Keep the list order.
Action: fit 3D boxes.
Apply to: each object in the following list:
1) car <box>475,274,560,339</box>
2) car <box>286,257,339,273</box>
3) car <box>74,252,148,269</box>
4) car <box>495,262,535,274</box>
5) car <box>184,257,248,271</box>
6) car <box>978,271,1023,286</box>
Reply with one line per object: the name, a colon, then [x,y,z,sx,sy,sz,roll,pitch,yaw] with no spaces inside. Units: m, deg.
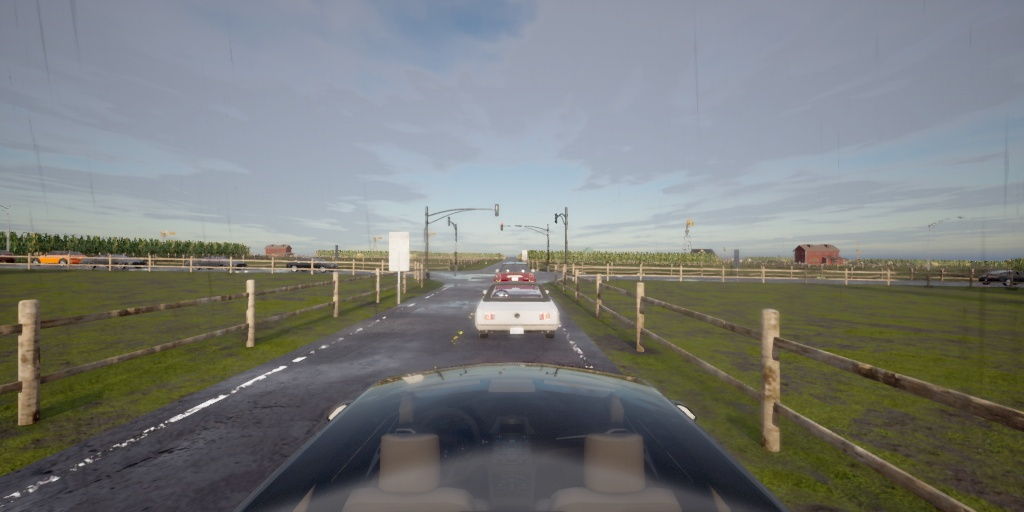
car: [0.120,1.351,10.080,1.895,1.301,4.718,0,0,0]
car: [-20.334,0.896,36.664,4.892,1.490,1.837,1,0,0]
car: [-40.745,0.570,36.727,5.357,1.411,2.033,1,0,1]
car: [0.171,1.103,19.068,2.097,1.767,4.553,0,0,1]
car: [-30.223,0.759,36.694,5.357,1.411,2.033,1,0,1]
car: [50.703,2.256,36.485,4.892,1.490,1.837,1,0,0]
